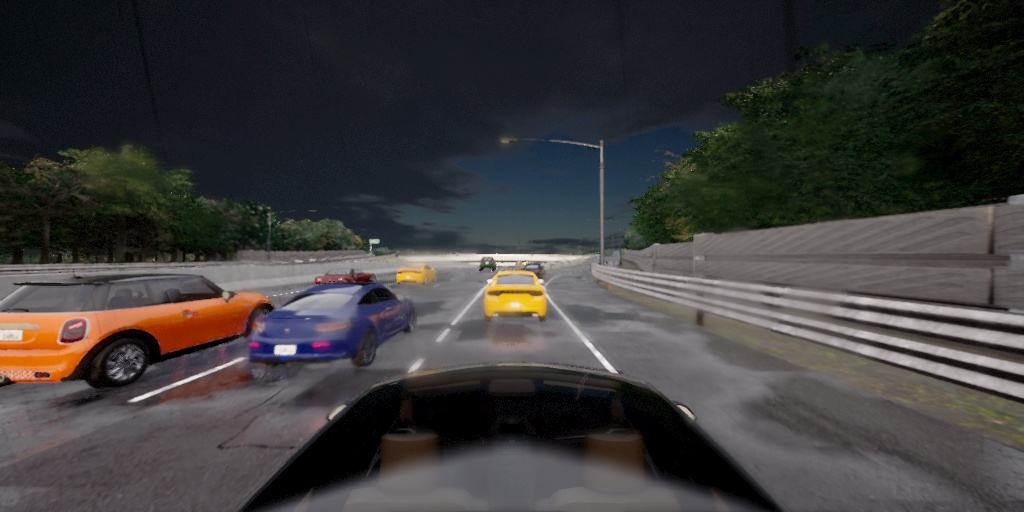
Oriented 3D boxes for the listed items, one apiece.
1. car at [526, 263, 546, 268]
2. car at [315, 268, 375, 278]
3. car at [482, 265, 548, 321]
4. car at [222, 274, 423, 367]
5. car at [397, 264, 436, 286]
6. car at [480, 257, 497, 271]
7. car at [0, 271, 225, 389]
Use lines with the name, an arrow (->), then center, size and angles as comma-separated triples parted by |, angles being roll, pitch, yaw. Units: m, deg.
car -> 1.900, 1.353, 31.154 | 1.812, 1.442, 4.674 | 0, 0, 11
car -> -10.398, 1.409, 22.812 | 1.895, 1.301, 4.718 | 0, 0, 0
car -> 0.130, 1.257, 12.644 | 1.882, 1.535, 5.008 | 0, 0, 1
car -> -3.500, 1.293, 7.838 | 1.812, 1.442, 4.674 | 0, 0, 0
car -> -6.897, 1.295, 26.364 | 1.882, 1.535, 5.008 | 0, 0, 0
car -> -3.494, 1.203, 52.854 | 2.150, 2.045, 5.566 | 0, -1, 0
car -> -6.900, 1.117, 7.068 | 2.097, 1.767, 4.553 | 0, 0, 0
